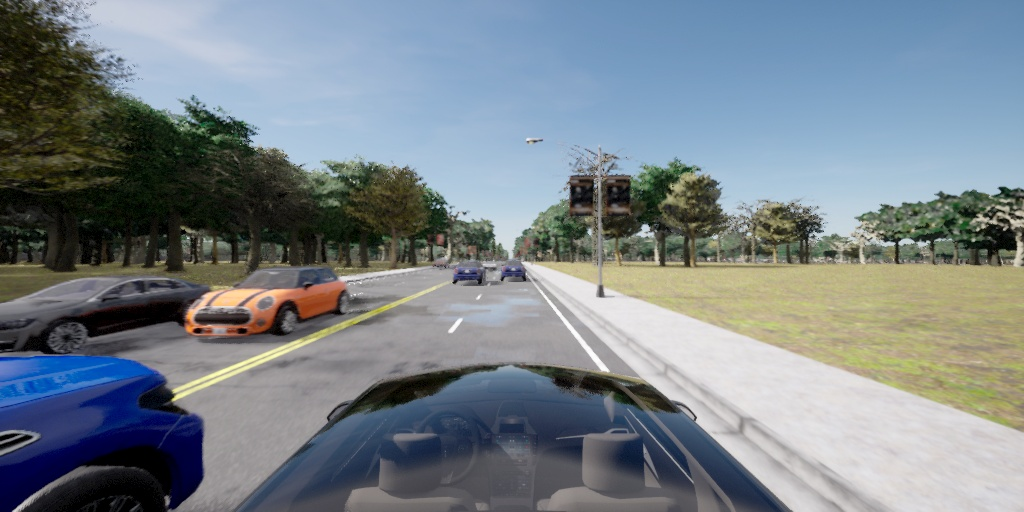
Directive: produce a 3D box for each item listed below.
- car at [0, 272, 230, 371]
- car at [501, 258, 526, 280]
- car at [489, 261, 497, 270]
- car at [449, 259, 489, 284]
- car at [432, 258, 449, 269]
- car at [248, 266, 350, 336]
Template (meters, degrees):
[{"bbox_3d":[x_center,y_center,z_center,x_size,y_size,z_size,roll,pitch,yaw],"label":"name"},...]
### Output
[{"bbox_3d":[-9.845,1.245,8.704,2.128,1.511,4.902,0,0,0],"label":"car"},{"bbox_3d":[0.123,1.119,31.195,2.097,1.767,4.553,0,0,0],"label":"car"},{"bbox_3d":[-3.110,1.388,51.309,1.895,1.301,4.718,0,0,0],"label":"car"},{"bbox_3d":[-3.130,1.116,27.242,2.097,1.767,4.553,0,0,0],"label":"car"},{"bbox_3d":[-9.712,0.963,49.626,1.812,1.442,4.674,0,0,0],"label":"car"},{"bbox_3d":[-6.593,1.106,10.330,2.097,1.767,4.553,0,0,0],"label":"car"}]
